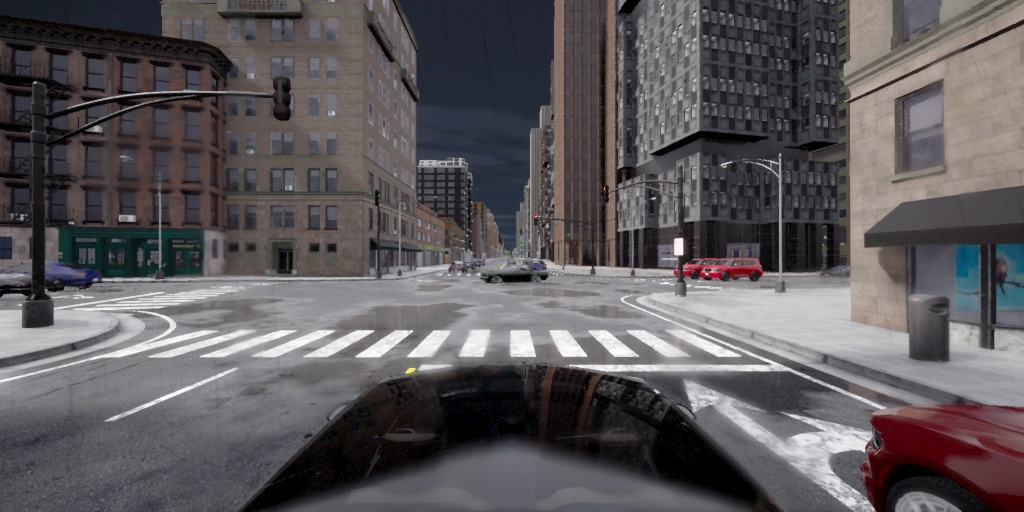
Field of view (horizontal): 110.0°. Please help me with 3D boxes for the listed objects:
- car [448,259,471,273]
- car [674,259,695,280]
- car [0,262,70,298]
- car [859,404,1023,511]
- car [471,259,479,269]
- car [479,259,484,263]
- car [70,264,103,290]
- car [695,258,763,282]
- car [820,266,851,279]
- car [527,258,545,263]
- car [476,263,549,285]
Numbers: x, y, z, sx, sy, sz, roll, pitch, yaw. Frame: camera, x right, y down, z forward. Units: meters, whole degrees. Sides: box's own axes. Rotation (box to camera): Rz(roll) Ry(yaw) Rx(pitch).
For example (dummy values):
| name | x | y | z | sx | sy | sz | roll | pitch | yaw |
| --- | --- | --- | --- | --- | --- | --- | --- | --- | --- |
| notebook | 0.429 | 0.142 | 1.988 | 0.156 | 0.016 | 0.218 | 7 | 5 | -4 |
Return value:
| name | x | y | z | sx | sy | sz | roll | pitch | yaw |
| --- | --- | --- | --- | --- | --- | --- | --- | --- | --- |
| car | -6.671 | 1.283 | 44.695 | 1.812 | 1.442 | 4.674 | 0 | 0 | 0 |
| car | 18.708 | 1.250 | 35.260 | 5.566 | 2.045 | 2.150 | 1 | 0 | -17 |
| car | -22.317 | 1.032 | 14.434 | 5.357 | 1.411 | 2.033 | 1 | 0 | -16 |
| car | 3.352 | 1.228 | 0.392 | 1.882 | 1.535 | 5.008 | 0 | 0 | 0 |
| car | -6.682 | 1.251 | 54.656 | 2.128 | 1.511 | 4.902 | 0 | 0 | 0 |
| car | -6.672 | 1.324 | 64.618 | 1.994 | 1.385 | 4.181 | 0 | 0 | 0 |
| car | -23.487 | 1.024 | 17.665 | 4.674 | 1.442 | 1.812 | 1 | 0 | -17 |
| car | 19.701 | 1.229 | 32.171 | 5.566 | 2.045 | 2.150 | 0 | 0 | -17 |
| car | 37.437 | 1.794 | 40.213 | 5.357 | 1.411 | 2.033 | 1 | 0 | -13 |
| car | 3.191 | 1.234 | 44.265 | 1.882 | 1.535 | 5.008 | 0 | 0 | 0 |
| car | 0.119 | 1.352 | 25.525 | 4.718 | 1.301 | 1.895 | 0 | 0 | -20 |
